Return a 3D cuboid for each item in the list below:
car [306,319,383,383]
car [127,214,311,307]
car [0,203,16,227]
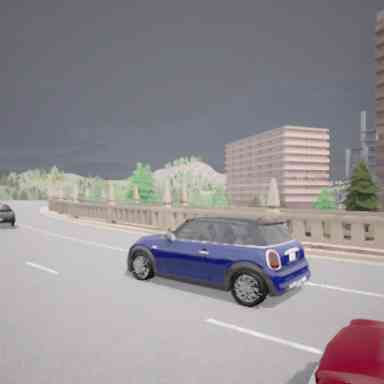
[{"bbox_3d":[3.104,1.620,1.855,4.718,1.301,1.895,0,0,35],"label":"car"},{"bbox_3d":[0.448,1.374,8.303,4.553,1.767,2.097,0,0,39],"label":"car"},{"bbox_3d":[-13.063,1.484,22.004,2.128,1.511,4.902,0,0,-39],"label":"car"}]
